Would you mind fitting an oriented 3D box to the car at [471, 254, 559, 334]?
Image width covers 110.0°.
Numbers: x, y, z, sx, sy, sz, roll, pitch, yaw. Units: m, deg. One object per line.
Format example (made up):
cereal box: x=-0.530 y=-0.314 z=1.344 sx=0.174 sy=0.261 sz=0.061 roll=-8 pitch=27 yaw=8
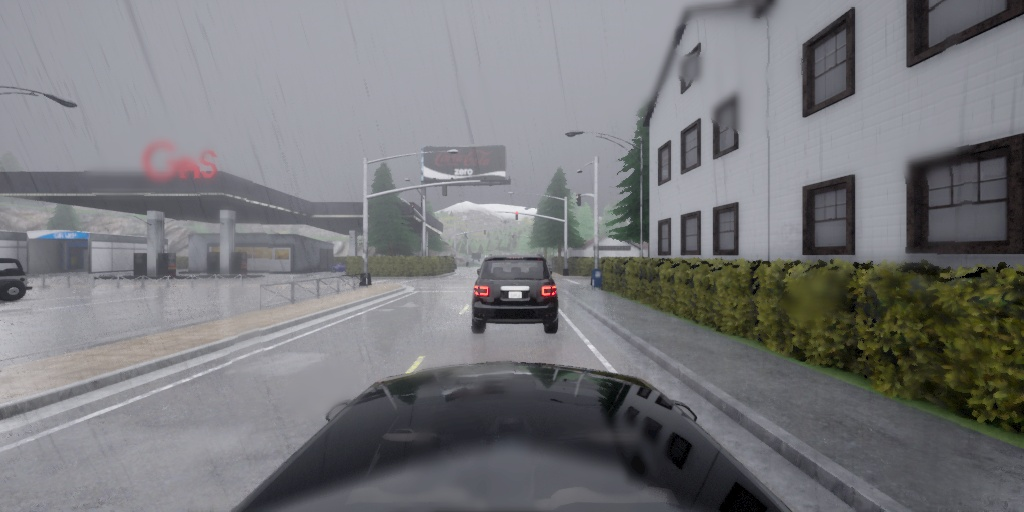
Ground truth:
car: x=0.084 y=0.971 z=10.789 sx=2.150 sy=2.045 sz=5.566 roll=0 pitch=0 yaw=0
